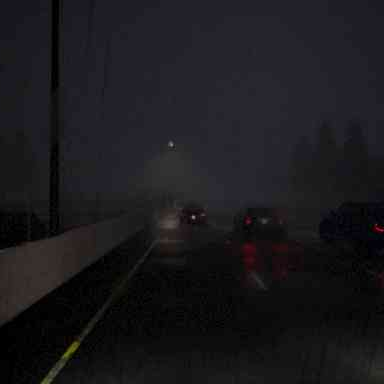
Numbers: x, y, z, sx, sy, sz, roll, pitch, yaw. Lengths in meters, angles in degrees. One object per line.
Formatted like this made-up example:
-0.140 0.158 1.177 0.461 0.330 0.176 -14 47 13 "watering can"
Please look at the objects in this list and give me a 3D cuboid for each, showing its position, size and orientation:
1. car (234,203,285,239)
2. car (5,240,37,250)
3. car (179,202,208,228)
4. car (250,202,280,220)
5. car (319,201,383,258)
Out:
3.595 1.541 18.551 2.097 1.767 4.553 0 -1 0 "car"
-7.100 1.474 11.980 2.097 1.767 4.553 0 -1 0 "car"
0.093 1.754 24.659 2.163 1.488 4.792 0 -1 0 "car"
7.092 1.810 32.837 1.882 1.535 5.008 0 -1 0 "car"
7.098 1.359 13.423 2.150 2.045 5.566 0 -1 0 "car"
